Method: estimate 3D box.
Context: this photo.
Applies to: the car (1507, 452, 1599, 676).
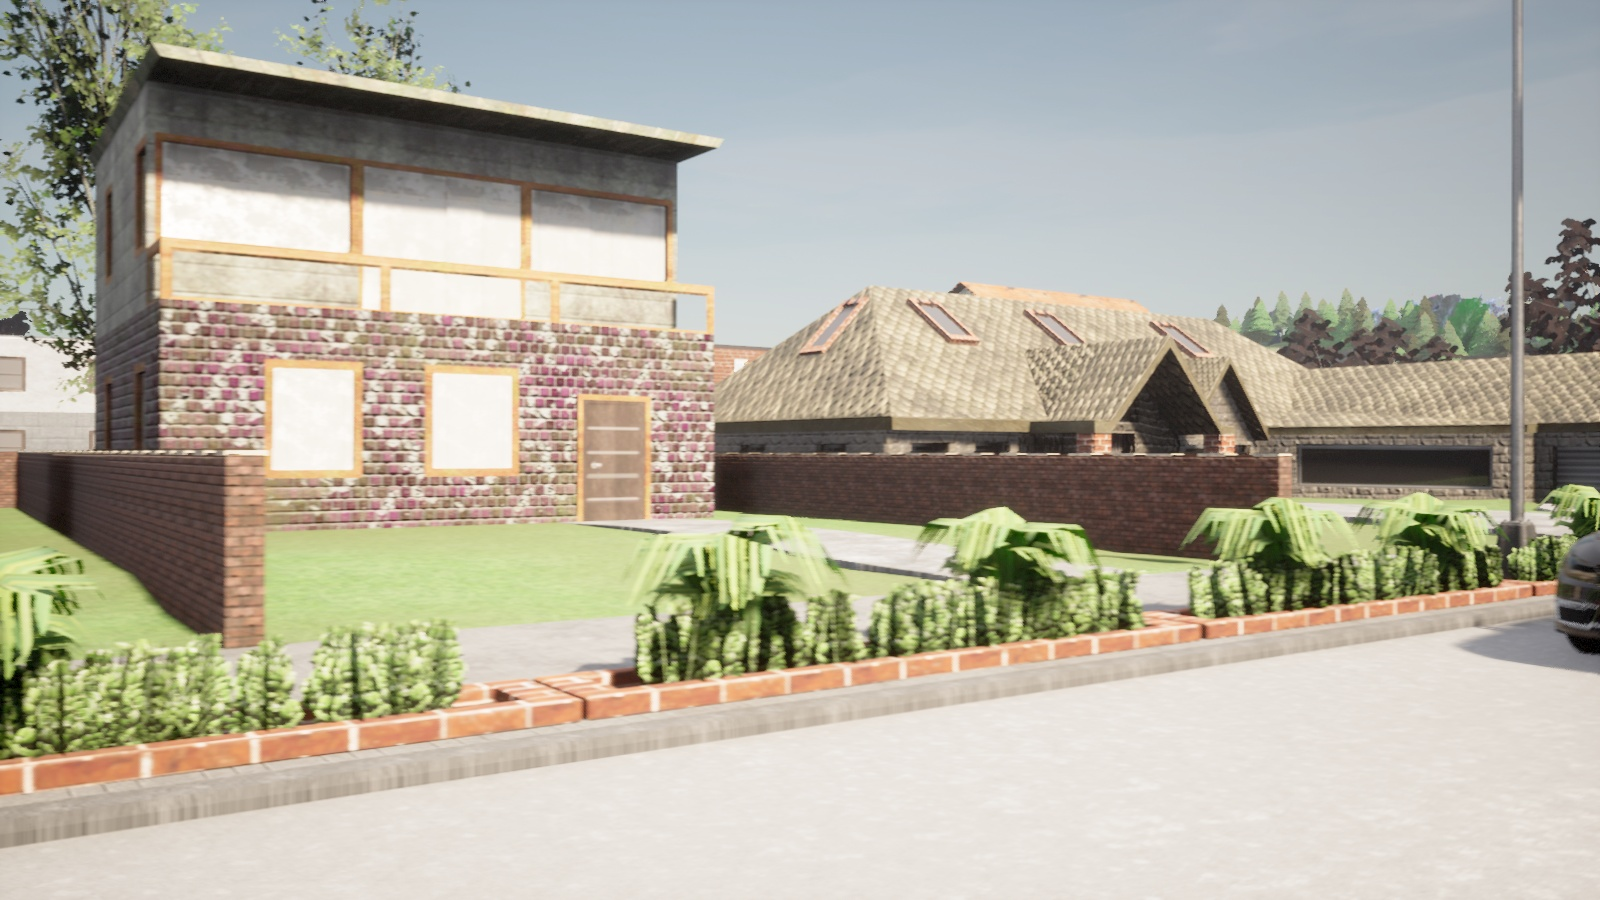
[{"bbox_3d":[7.525,0.759,9.506,4.892,1.490,1.837,0,0,-35],"label":"car"}]
